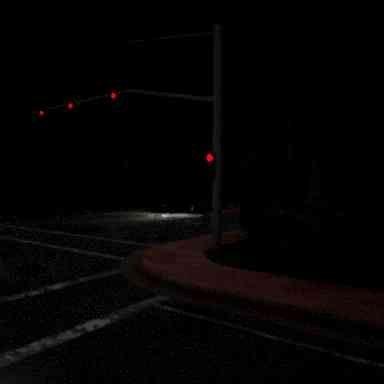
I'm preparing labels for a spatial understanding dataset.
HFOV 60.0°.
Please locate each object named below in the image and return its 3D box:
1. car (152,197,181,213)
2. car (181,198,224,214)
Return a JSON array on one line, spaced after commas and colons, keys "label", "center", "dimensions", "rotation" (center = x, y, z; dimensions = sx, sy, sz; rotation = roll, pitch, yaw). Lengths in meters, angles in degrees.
[{"label": "car", "center": [-2.111, 1.324, 34.815], "dimensions": [1.882, 1.535, 5.008], "rotation": [0, 0, 36]}, {"label": "car", "center": [1.427, 1.362, 33.740], "dimensions": [2.128, 1.511, 4.902], "rotation": [0, 0, 36]}]
